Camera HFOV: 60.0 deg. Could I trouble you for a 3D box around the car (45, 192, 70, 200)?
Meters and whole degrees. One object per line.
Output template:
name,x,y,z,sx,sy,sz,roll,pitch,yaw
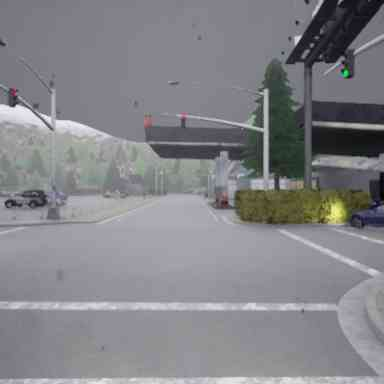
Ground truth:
car,-24.056,0.683,59.629,3.633,1.501,1.845,0,1,-1

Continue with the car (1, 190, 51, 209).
car,-16.783,0.714,33.936,3.866,1.878,1.905,0,1,-1

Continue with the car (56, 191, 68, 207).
car,-16.193,0.963,37.267,3.806,1.475,1.970,0,1,-1

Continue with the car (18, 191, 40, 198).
car,-35.121,0.621,71.554,3.806,1.475,1.970,0,1,-1

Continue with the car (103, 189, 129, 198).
car,-16.455,0.567,71.521,5.027,1.636,2.152,0,1,-1

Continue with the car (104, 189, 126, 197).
car,-21.337,0.241,92.284,5.566,2.045,2.150,0,1,-1

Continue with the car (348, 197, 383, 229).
car,9.763,1.152,15.726,1.812,1.442,4.674,0,0,-26

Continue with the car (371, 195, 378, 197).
car,17.220,1.120,33.603,2.242,1.667,4.611,0,1,-1

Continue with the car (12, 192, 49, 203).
car,-24.037,0.768,49.636,4.514,1.523,2.007,0,1,-1

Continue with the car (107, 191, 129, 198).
car,-16.527,0.543,74.658,4.514,1.523,2.007,0,1,-1
